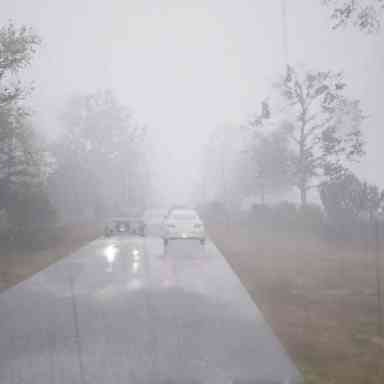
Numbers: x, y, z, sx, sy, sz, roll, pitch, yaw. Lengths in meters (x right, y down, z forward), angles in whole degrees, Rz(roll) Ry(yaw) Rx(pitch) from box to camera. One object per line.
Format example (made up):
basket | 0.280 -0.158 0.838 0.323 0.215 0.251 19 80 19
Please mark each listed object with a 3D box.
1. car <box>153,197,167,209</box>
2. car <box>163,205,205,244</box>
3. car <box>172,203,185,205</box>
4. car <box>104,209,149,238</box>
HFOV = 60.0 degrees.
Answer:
car | -5.671 1.946 59.170 2.150 2.045 5.566 0 -2 -2
car | -0.401 1.569 15.972 1.812 1.442 4.674 0 0 -2
car | -1.362 1.769 33.430 1.994 1.385 4.181 0 -1 -3
car | -3.452 1.618 18.070 1.994 1.385 4.181 0 0 -3
